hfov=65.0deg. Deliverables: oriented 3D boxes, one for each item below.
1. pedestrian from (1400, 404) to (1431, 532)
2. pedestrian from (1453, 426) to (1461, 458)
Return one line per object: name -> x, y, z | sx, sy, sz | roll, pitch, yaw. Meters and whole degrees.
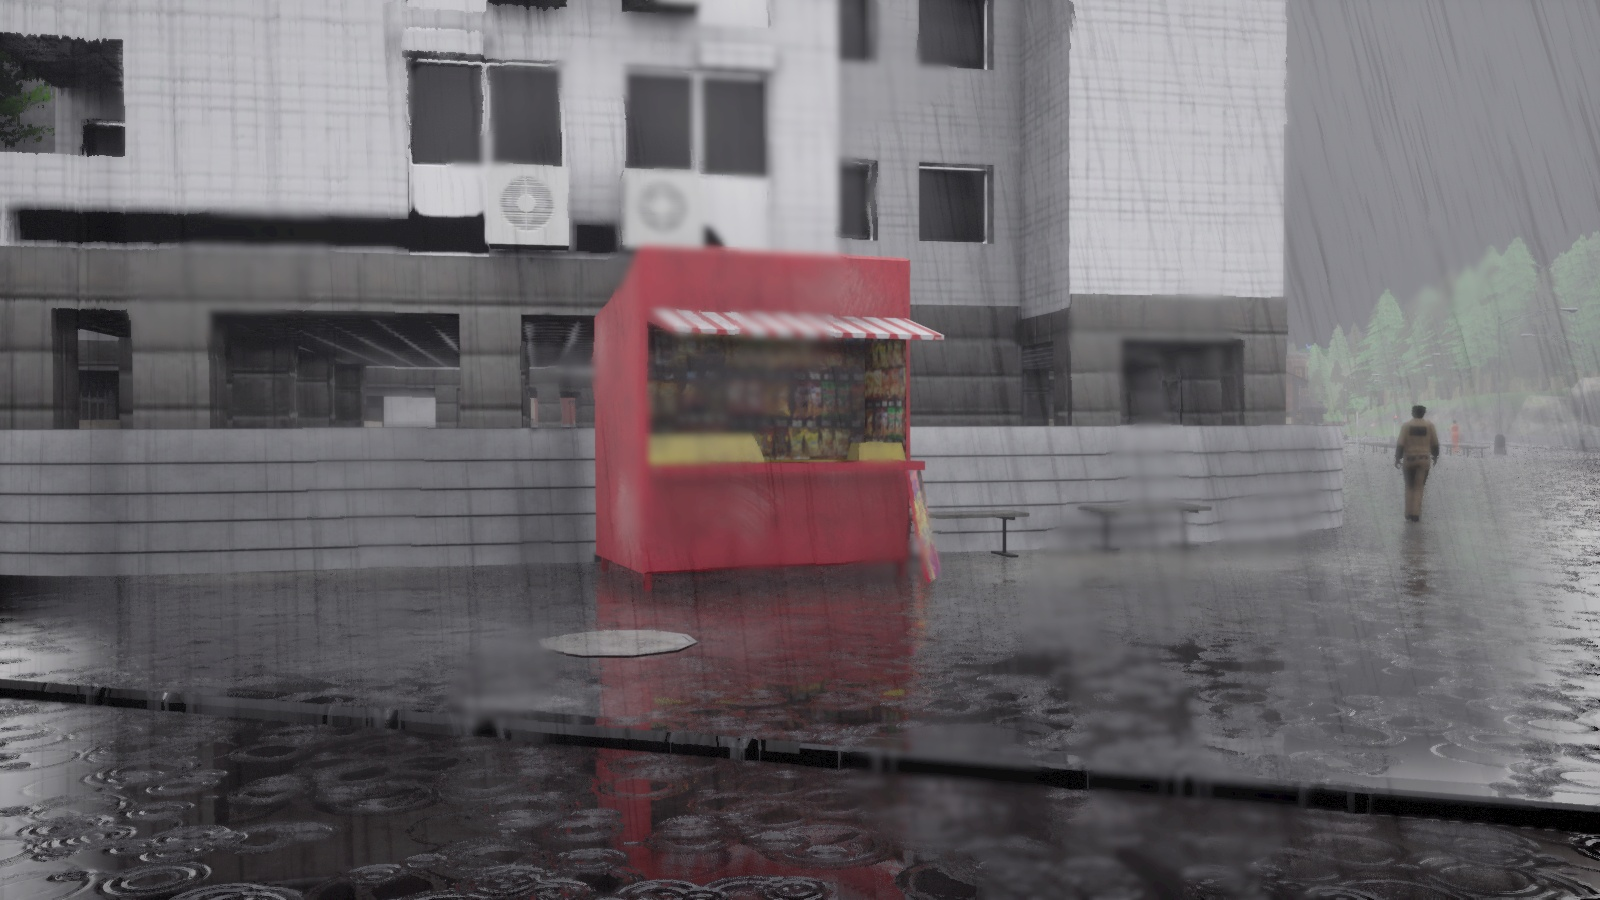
pedestrian -> 9.446, 0.264, 19.256 | 0.396, 1.930, 0.692 | 1, 1, 27
pedestrian -> 37.177, -0.462, 71.060 | 0.345, 1.836, 0.594 | 1, 1, 19
